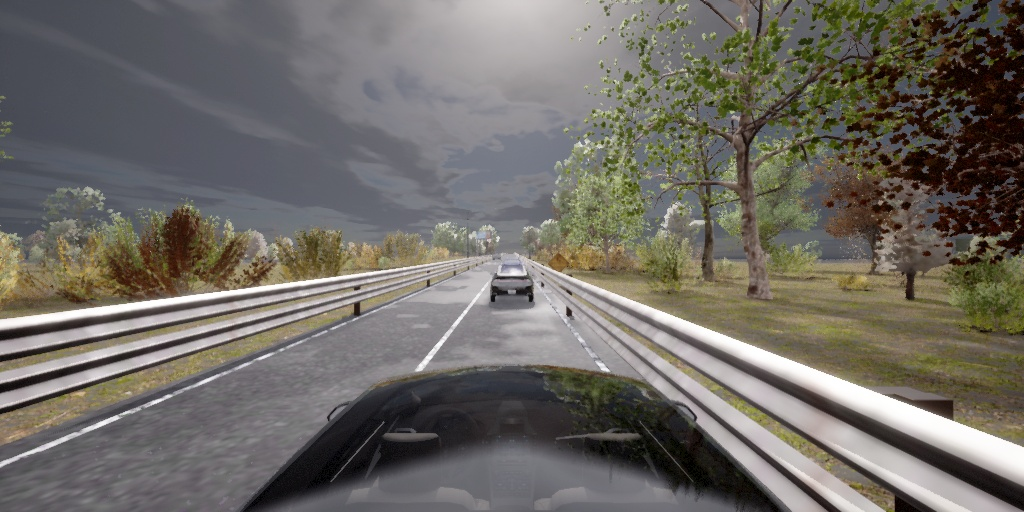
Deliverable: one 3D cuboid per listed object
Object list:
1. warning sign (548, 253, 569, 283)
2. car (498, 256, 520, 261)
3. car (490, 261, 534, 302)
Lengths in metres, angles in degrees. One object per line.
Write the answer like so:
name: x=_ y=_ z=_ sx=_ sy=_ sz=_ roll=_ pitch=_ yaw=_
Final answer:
warning sign: x=2.850 y=0.731 z=21.754 sx=1.300 sy=1.860 sz=1.060 roll=0 pitch=0 yaw=0
car: x=-0.001 y=0.983 z=31.494 sx=1.882 sy=1.535 sz=5.008 roll=0 pitch=1 yaw=0
car: x=0.000 y=1.170 z=16.494 sx=2.128 sy=1.511 sz=4.902 roll=0 pitch=1 yaw=0
